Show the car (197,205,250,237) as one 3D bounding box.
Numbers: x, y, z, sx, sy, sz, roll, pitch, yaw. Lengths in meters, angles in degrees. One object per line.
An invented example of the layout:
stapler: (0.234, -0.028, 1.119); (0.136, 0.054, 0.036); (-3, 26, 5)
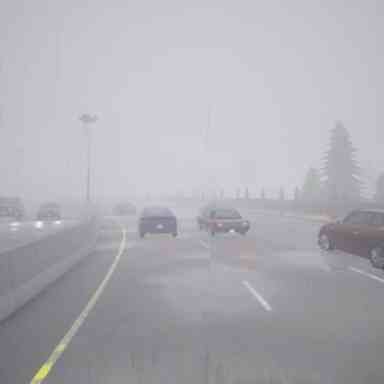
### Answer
car: (1.561, 1.637, 18.552); (1.895, 1.301, 4.718); (0, 0, -11)

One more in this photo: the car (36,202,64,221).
car: (-12.384, 1.658, 29.131); (1.837, 1.490, 4.892); (0, 0, -20)

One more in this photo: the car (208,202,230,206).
car: (2.304, 1.614, 30.013); (2.033, 1.411, 5.357); (0, 0, -17)

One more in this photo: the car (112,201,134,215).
car: (-7.436, 1.714, 36.292); (1.994, 1.385, 4.181); (0, 0, -22)

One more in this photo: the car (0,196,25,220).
car: (-16.213, 1.404, 29.525); (2.150, 2.045, 5.566); (0, -1, -21)

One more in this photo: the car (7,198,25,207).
car: (-33.601, 1.969, 63.491); (1.837, 1.490, 4.892); (0, 0, -42)

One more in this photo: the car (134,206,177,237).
car: (-2.047, 1.532, 18.608); (1.882, 1.535, 5.008); (0, 0, -11)

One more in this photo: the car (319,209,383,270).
car: (6.185, 1.348, 11.283); (2.097, 1.767, 4.553); (0, 0, -6)
